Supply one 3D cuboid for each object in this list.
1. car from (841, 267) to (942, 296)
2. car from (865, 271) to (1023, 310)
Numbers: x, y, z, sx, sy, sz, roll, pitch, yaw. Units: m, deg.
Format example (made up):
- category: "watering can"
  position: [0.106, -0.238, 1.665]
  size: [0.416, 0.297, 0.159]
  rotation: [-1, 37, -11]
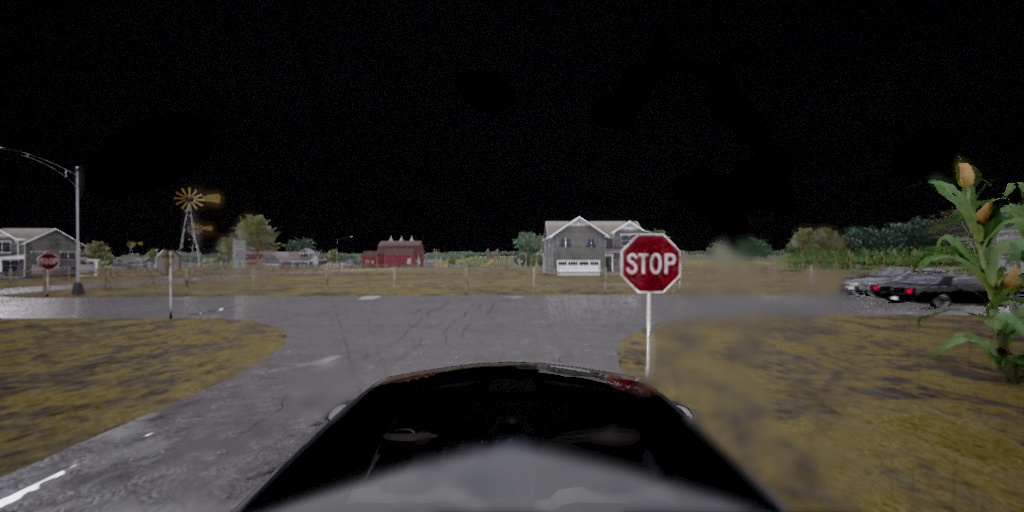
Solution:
- category: "car"
  position: [18.630, 1.278, 17.132]
  size: [4.902, 1.511, 2.128]
  rotation: [0, 0, 0]
- category: "car"
  position: [17.463, 1.391, 14.272]
  size: [4.718, 1.301, 1.895]
  rotation: [0, 0, 1]
